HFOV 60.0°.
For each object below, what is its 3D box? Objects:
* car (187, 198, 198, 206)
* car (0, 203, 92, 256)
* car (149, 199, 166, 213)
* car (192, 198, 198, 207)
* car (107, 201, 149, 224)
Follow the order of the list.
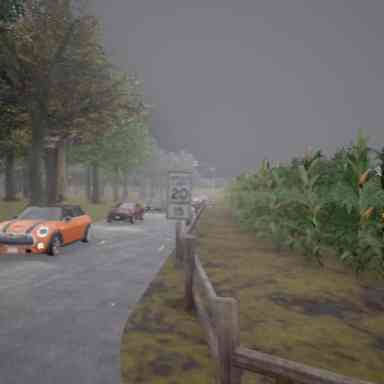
[{"bbox_3d":[0.134,1.821,62.551,1.895,1.301,4.718,2,0,3],"label":"car"},{"bbox_3d":[-5.502,1.257,12.698,2.097,1.767,4.553,2,0,3],"label":"car"},{"bbox_3d":[-4.084,1.525,37.641,1.837,1.490,4.892,2,0,3],"label":"car"},{"bbox_3d":[-0.345,1.775,52.370,1.895,1.301,4.718,2,0,3],"label":"car"},{"bbox_3d":[-4.829,1.437,24.765,1.882,1.535,5.008,2,0,3],"label":"car"}]
